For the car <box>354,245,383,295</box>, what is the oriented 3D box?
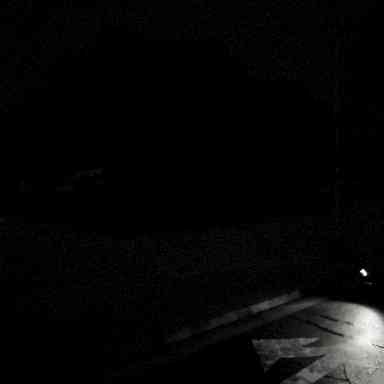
[{"bbox_3d":[6.019,1.552,7.996,5.357,1.411,2.033,-1,0,-38],"label":"car"}]
